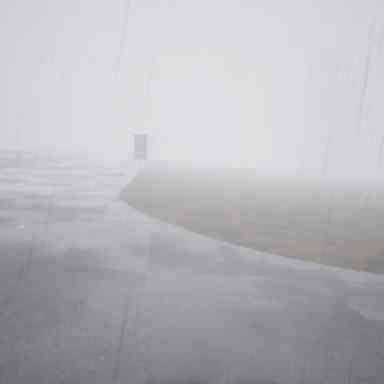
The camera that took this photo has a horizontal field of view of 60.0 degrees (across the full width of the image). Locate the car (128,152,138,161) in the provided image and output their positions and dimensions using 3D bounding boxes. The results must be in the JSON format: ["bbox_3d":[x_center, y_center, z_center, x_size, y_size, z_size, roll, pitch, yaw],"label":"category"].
[{"bbox_3d":[-10.587,-6.496,60.443,2.128,1.511,4.902,3,7,-6],"label":"car"}]
